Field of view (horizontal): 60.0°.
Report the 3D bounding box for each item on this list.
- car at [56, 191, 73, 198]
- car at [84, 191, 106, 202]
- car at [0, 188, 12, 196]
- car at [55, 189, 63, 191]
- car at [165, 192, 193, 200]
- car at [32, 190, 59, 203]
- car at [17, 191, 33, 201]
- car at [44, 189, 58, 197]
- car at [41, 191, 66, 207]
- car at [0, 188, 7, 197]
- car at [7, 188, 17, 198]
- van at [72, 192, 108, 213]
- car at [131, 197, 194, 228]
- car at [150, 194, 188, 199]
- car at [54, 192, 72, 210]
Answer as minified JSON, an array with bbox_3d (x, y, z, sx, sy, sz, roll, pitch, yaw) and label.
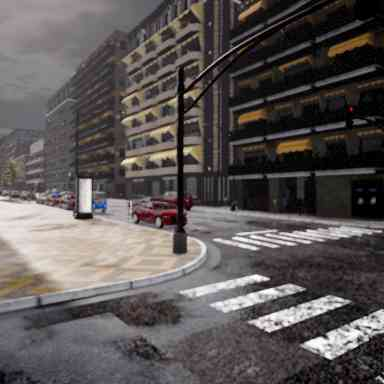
[{"bbox_3d":[-25.206,0.478,65.633,1.752,1.417,4.829,2,0,-36],"label":"car"},{"bbox_3d":[-15.129,0.658,51.767,1.967,1.590,4.097,2,0,-36],"label":"car"},{"bbox_3d":[-41.850,-0.047,74.293,2.192,1.841,5.009,2,0,-36],"label":"car"},{"bbox_3d":[-16.169,0.768,43.388,2.128,1.511,4.902,0,0,-36],"label":"car"},{"bbox_3d":[-1.826,0.883,33.461,2.192,1.841,5.009,2,0,-36],"label":"car"},{"bbox_3d":[-18.482,0.777,42.122,1.752,1.417,4.829,2,0,-36],"label":"car"},{"bbox_3d":[-25.229,0.515,51.411,1.967,1.590,4.097,2,0,-36],"label":"car"},{"bbox_3d":[-31.754,0.221,74.648,1.967,1.590,4.097,2,0,-36],"label":"car"},{"bbox_3d":[-15.257,0.882,37.682,1.887,1.381,4.507,2,0,-36],"label":"car"},{"bbox_3d":[-38.532,0.276,69.717,2.008,1.369,4.403,2,0,-36],"label":"car"},{"bbox_3d":[-31.882,0.444,60.564,1.887,1.381,4.507,2,0,-36],"label":"car"},{"bbox_3d":[-8.602,0.853,28.529,1.690,1.788,3.998,2,0,-36],"label":"van"},{"bbox_3d":[-1.958,1.232,19.377,1.887,1.381,4.507,2,0,-36],"label":"car"},{"bbox_3d":[-2.671,1.108,24.745,1.882,1.535,5.008,0,1,-36],"label":"car"},{"bbox_3d":[-11.933,0.969,33.106,1.887,1.381,4.507,2,0,-36],"label":"car"}]
